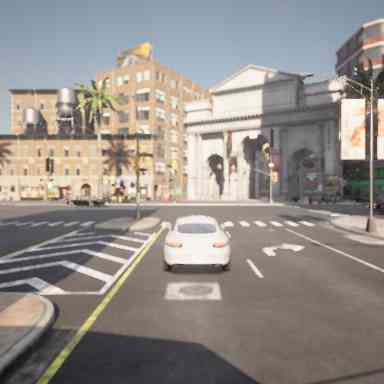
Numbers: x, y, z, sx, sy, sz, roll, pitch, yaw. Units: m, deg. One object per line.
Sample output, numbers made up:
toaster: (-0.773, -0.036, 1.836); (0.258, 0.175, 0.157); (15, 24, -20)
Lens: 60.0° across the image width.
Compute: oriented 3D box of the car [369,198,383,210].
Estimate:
car: (21.644, 1.312, 35.421); (4.718, 1.301, 1.895); (0, 0, 2)

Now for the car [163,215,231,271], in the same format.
car: (0.132, 1.441, 10.470); (1.812, 1.442, 4.674); (0, 0, 0)

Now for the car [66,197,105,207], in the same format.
car: (-13.561, 1.264, 42.351); (4.718, 1.301, 1.895); (0, 0, 15)
